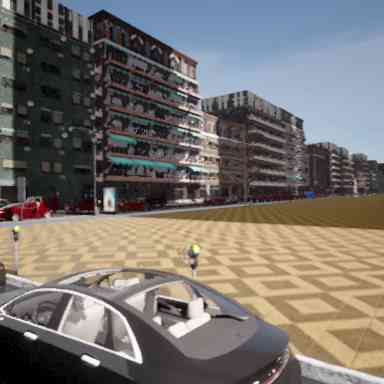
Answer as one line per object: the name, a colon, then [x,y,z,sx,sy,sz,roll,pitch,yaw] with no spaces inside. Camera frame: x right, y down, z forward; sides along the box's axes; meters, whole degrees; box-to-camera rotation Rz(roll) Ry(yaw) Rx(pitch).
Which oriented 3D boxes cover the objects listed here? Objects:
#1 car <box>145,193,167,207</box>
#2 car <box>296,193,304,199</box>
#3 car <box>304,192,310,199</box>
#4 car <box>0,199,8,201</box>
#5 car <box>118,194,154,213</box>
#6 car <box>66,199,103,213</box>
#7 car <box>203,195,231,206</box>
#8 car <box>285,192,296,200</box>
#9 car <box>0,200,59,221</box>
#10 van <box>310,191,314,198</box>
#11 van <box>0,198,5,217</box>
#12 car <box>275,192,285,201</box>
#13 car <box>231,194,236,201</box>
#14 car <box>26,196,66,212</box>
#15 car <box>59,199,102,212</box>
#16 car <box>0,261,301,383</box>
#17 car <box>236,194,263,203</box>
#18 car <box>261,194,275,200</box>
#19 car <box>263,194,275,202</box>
car: [-5.721,1.135,45.236,2.150,2.045,5.566,-1,0,36]
car: [22.836,1.056,74.794,2.008,1.369,4.403,-1,0,36]
car: [26.078,1.049,79.271,1.802,1.307,4.206,-1,0,36]
car: [-17.758,1.424,28.613,2.097,1.767,4.553,-1,0,36]
car: [-6.339,1.308,34.500,1.967,1.590,4.097,-1,0,36]
car: [-11.846,1.519,36.776,1.812,1.442,4.674,-1,0,36]
car: [3.385,1.182,47.931,1.967,1.590,4.097,-1,0,36]
car: [19.591,0.858,70.317,2.192,1.841,5.009,-1,0,36]
car: [-12.821,1.536,25.545,1.802,1.307,4.206,-1,0,36]
van: [29.316,0.771,83.749,1.690,1.788,3.998,-1,0,36]
van: [-19.610,1.461,30.461,1.690,1.788,3.998,-1,0,36]
car: [16.353,1.165,65.840,1.802,1.307,4.206,-1,0,36]
car: [9.566,1.189,70.755,1.967,1.590,4.097,-1,0,36]
car: [-16.369,1.392,34.938,2.192,1.841,5.009,-1,0,36]
car: [-13.123,1.579,39.416,1.887,1.381,4.507,-1,0,36]
car: [-1.058,1.566,3.801,4.403,1.369,2.008,0,-1,36]
car: [9.870,1.213,56.886,2.008,1.369,4.403,-1,0,36]
car: [19.292,1.199,84.187,1.947,1.339,4.313,-1,0,36]
car: [13.111,1.167,61.363,1.887,1.381,4.507,-1,0,36]
